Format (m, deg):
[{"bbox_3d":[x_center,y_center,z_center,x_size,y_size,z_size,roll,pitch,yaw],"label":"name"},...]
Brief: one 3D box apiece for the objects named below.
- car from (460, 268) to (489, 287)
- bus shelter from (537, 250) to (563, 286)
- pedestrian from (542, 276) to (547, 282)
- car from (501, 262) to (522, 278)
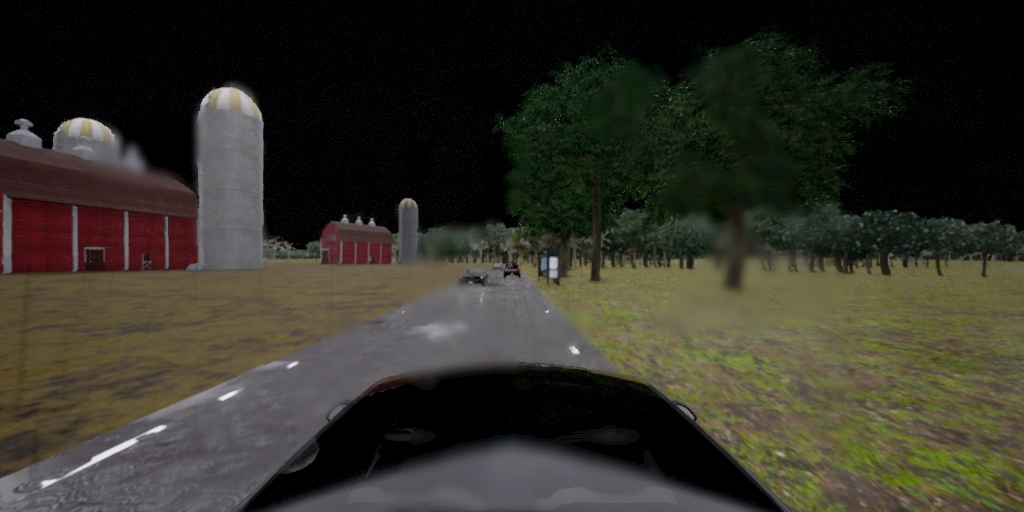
[{"bbox_3d":[-2.844,1.632,27.585,1.895,1.301,4.718,0,-1,0],"label":"car"},{"bbox_3d":[3.131,0.932,29.832,1.920,2.740,3.880,0,0,0],"label":"bus shelter"},{"bbox_3d":[2.831,1.718,31.654,0.500,1.100,0.500,-1,0,-5],"label":"pedestrian"},{"bbox_3d":[0.020,1.704,41.236,1.837,1.490,4.892,0,-1,0],"label":"car"}]
